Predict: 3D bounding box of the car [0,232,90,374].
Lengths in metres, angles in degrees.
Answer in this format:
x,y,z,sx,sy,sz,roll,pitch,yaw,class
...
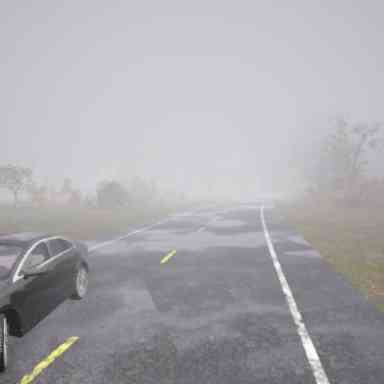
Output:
x,y,z,sx,sy,sz,roll,pitch,yaw,class
-3.263,1.542,5.709,2.128,1.511,4.902,-2,0,1,car
